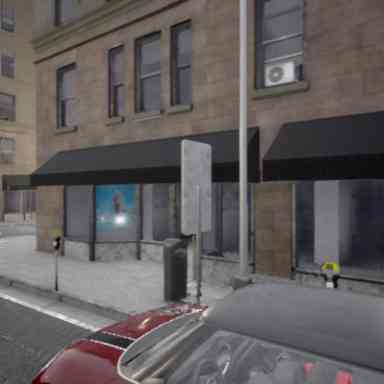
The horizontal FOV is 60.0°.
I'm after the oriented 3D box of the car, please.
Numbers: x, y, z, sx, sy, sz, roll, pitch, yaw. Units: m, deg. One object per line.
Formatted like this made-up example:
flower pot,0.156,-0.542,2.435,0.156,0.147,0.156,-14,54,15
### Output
car,0.566,1.442,2.406,4.097,1.590,1.967,0,0,36
